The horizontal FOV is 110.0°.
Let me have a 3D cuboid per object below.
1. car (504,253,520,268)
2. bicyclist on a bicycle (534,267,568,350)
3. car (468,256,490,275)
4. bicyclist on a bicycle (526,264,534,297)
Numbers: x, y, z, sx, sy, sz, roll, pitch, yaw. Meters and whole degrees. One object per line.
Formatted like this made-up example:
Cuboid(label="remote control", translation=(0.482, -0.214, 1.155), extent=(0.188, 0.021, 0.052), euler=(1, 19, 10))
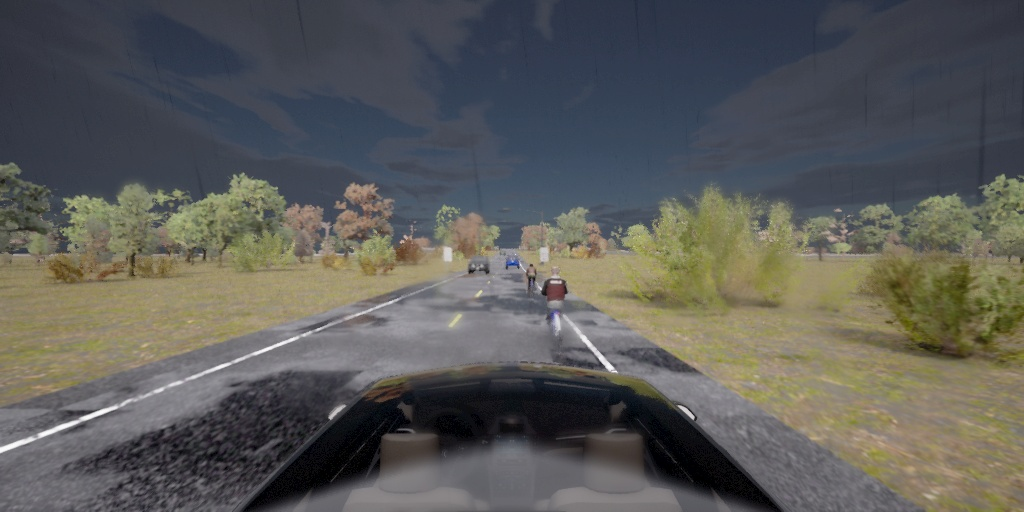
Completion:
Cuboid(label="car", translation=(0.103, 0.948, 58.757), extent=(2.150, 2.045, 5.566), euler=(0, 1, 0))
Cuboid(label="bicyclist on a bicycle", translation=(0.963, 1.122, 8.221), extent=(0.659, 1.776, 1.843), euler=(0, 0, 0))
Cuboid(label="car", translation=(-3.596, 0.981, 39.998), extent=(2.150, 2.045, 5.566), euler=(0, 0, 0))
Cuboid(label="bicyclist on a bicycle", translation=(0.964, 1.206, 17.665), extent=(0.582, 1.620, 1.656), euler=(0, 0, 0))
